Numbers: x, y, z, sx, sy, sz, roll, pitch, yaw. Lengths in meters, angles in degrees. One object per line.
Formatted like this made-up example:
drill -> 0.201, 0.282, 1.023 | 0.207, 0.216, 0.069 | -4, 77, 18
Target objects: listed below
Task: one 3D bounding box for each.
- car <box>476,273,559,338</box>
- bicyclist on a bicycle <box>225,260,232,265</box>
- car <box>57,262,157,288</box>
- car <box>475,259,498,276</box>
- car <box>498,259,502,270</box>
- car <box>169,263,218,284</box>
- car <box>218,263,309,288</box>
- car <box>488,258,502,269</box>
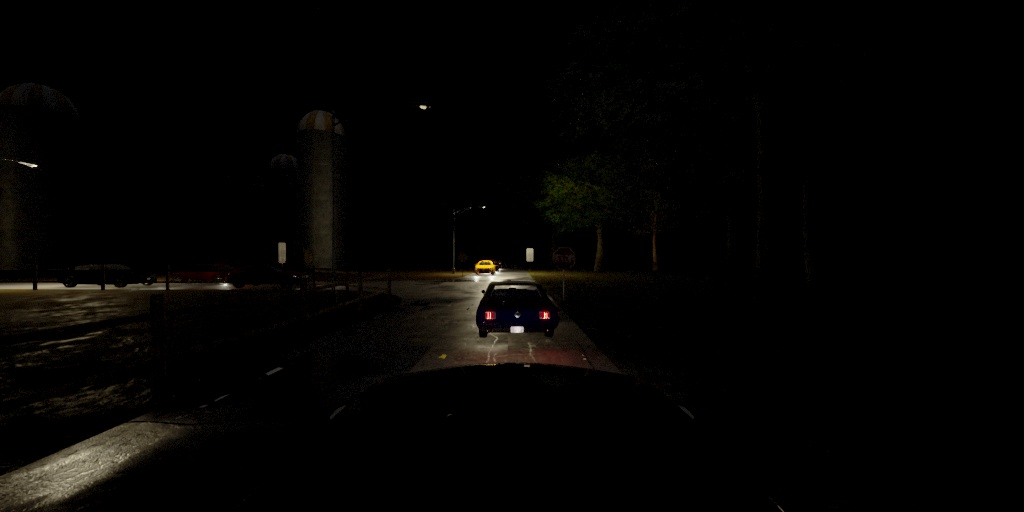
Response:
car -> 0.060, 1.350, 10.201 | 1.895, 1.301, 4.718 | 0, 0, -2
bicyclist on a bicycle -> -22.734, 1.135, 28.724 | 0.582, 1.620, 1.656 | 0, 0, 0
car -> -25.541, 1.168, 22.726 | 5.008, 1.535, 1.882 | 0, 0, 0
car -> -2.841, 1.252, 38.371 | 1.882, 1.535, 5.008 | 0, 0, 0
car -> -2.823, 1.314, 50.166 | 2.128, 1.511, 4.902 | 0, 0, 0
car -> -21.693, 1.212, 25.689 | 4.674, 1.442, 1.812 | 0, 0, 0
car -> -15.495, 1.240, 22.844 | 4.674, 1.442, 1.812 | 0, 0, -2
car -> -2.793, 1.236, 60.414 | 2.097, 1.767, 4.553 | 0, 0, 0
